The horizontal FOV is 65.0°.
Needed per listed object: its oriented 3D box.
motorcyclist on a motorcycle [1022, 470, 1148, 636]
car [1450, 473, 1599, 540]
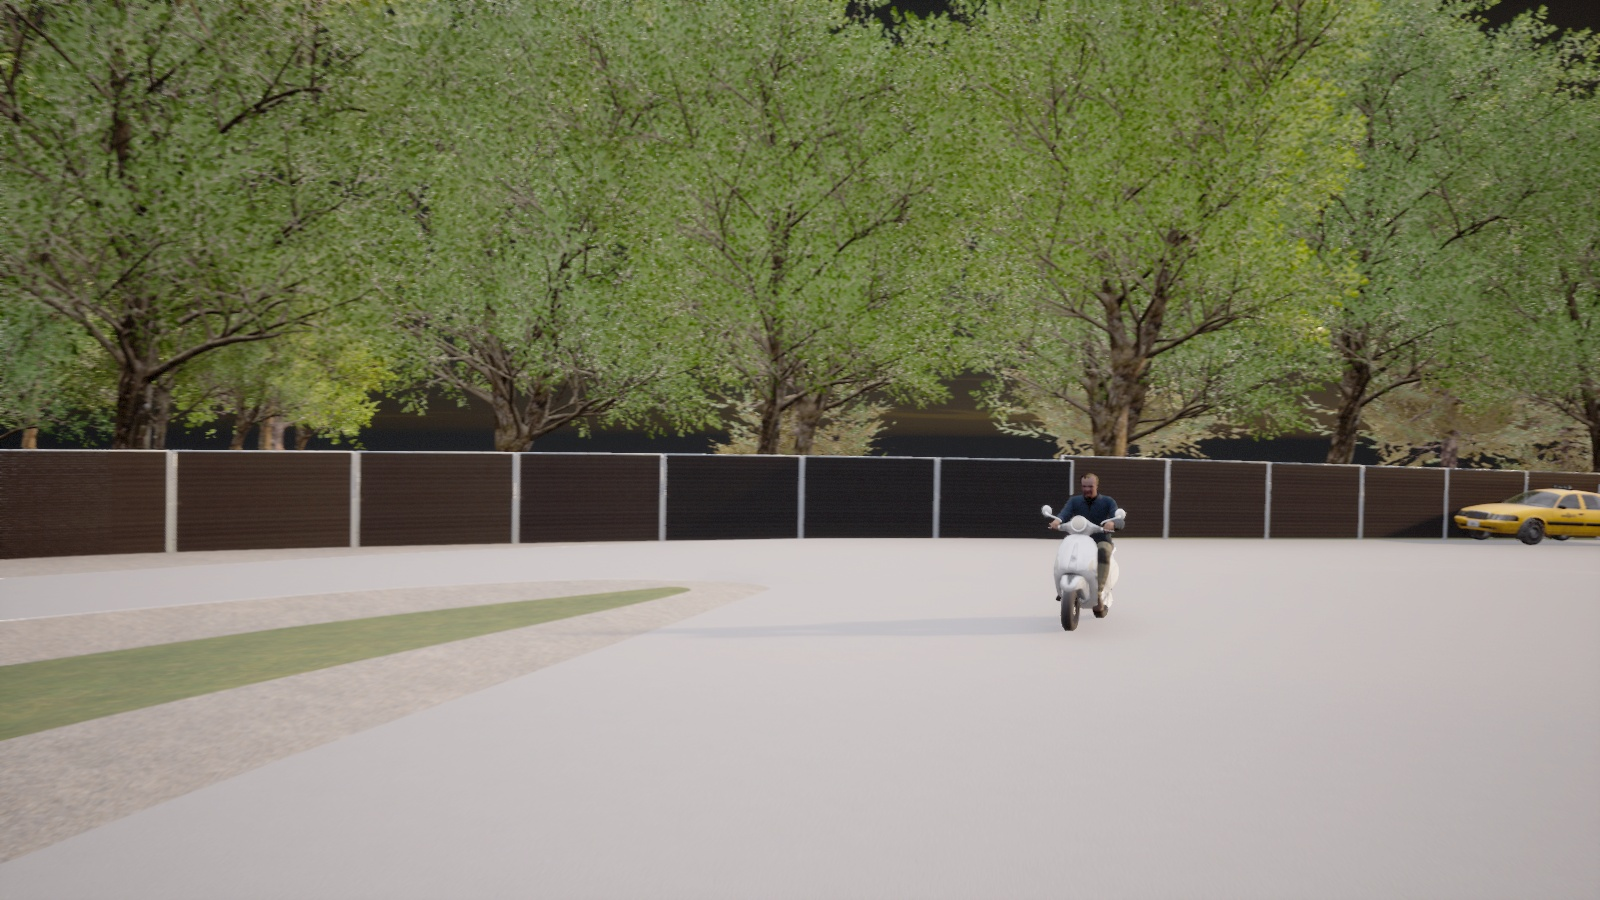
[{"bbox_3d":[3.019,1.015,13.164,0.866,1.590,1.817,0,-1,26],"label":"motorcyclist on a motorcycle"},{"bbox_3d":[20.337,1.536,33.745,5.366,1.575,1.801,2,2,-19],"label":"car"}]
